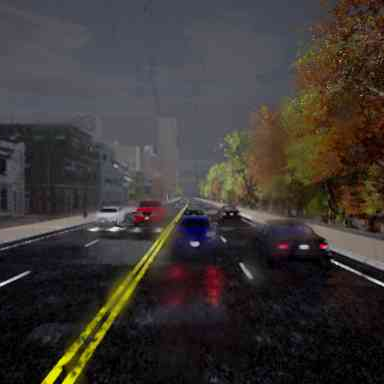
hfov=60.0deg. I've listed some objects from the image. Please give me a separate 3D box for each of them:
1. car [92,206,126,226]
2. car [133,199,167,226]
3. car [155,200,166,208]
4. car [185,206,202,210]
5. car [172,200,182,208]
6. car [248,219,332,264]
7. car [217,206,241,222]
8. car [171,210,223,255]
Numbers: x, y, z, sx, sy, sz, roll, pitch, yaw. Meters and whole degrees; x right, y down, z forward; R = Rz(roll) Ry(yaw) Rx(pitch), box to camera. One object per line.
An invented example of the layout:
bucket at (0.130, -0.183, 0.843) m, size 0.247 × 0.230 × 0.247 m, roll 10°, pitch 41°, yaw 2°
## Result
car at (-6.541, 1.894, 26.737) m, size 1.812 × 1.442 × 4.674 m, roll 0°, pitch -1°, yaw 0°
car at (-3.292, 1.596, 27.065) m, size 2.150 × 2.045 × 5.566 m, roll 0°, pitch -1°, yaw 0°
car at (-6.347, 2.437, 68.151) m, size 1.837 × 1.490 × 4.892 m, roll 0°, pitch -1°, yaw 0°
car at (0.177, 2.087, 34.983) m, size 1.895 × 1.301 × 4.718 m, roll 0°, pitch -1°, yaw 0°
car at (-3.092, 2.477, 69.520) m, size 2.128 × 1.511 × 4.902 m, roll 0°, pitch -1°, yaw 0°
car at (3.373, 1.724, 12.445) m, size 2.033 × 1.411 × 5.357 m, roll 0°, pitch -1°, yaw 1°
car at (3.417, 1.982, 31.122) m, size 2.033 × 1.411 × 5.357 m, roll 0°, pitch -1°, yaw 0°
car at (0.122, 1.725, 14.236) m, size 1.812 × 1.442 × 4.674 m, roll 0°, pitch -1°, yaw 0°
